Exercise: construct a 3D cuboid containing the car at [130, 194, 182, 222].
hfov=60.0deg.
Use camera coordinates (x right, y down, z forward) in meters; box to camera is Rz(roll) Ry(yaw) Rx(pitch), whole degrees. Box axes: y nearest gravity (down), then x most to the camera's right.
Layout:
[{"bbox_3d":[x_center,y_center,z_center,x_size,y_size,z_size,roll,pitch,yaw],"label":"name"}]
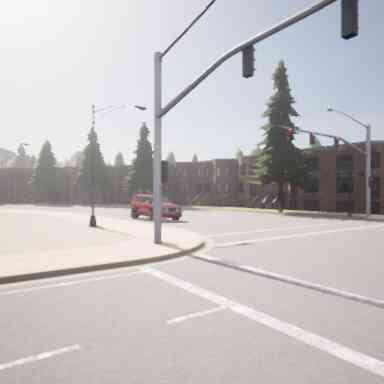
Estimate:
[{"bbox_3d":[-3.019,1.238,26.787,2.150,2.045,5.566,0,1,-36],"label":"car"}]
